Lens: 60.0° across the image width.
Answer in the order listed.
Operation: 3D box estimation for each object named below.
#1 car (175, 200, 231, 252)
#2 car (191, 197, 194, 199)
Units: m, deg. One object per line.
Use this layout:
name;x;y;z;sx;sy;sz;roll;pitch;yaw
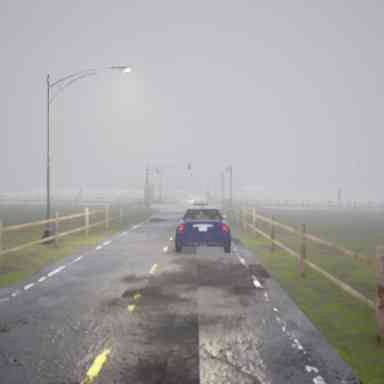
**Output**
car;0.441;1.360;14.089;2.097;1.767;4.553;0;0;1
car;0.778;1.527;30.594;1.837;1.490;4.892;0;0;1
